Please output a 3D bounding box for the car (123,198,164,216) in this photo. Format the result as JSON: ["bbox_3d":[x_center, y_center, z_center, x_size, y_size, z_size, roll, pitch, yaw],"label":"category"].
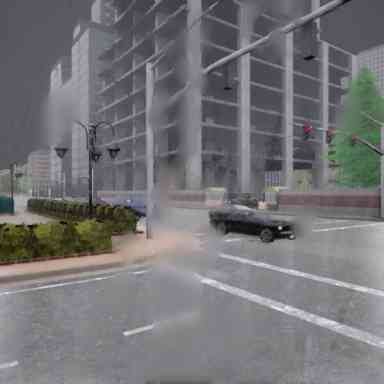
[{"bbox_3d":[-4.822,1.422,32.749,1.882,1.535,5.008,0,0,-36],"label":"car"}]

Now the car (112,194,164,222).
[{"bbox_3d":[-4.324,1.164,26.110,2.150,2.045,5.566,0,0,-36],"label":"car"}]

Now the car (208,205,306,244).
[{"bbox_3d":[3.004,1.564,16.027,1.895,1.301,4.718,0,1,-36],"label":"car"}]

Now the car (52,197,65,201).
[{"bbox_3d":[-18.141,1.470,45.175,1.812,1.442,4.674,0,0,-36],"label":"car"}]

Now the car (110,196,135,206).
[{"bbox_3d":[-11.276,1.434,53.886,2.128,1.511,4.902,0,0,-36],"label":"car"}]

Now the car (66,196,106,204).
[{"bbox_3d":[-11.662,1.492,36.212,2.033,1.411,5.357,0,0,-36],"label":"car"}]

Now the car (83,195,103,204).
[{"bbox_3d":[-19.430,1.436,65.114,2.128,1.511,4.902,0,0,-36],"label":"car"}]

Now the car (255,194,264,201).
[{"bbox_3d":[9.500,1.114,52.377,1.905,1.878,3.866,0,0,-36],"label":"car"}]

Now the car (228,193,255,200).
[{"bbox_3d":[7.110,1.114,50.663,1.905,1.878,3.866,0,0,-36],"label":"car"}]

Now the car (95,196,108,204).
[{"bbox_3d":[-12.608,1.492,43.478,2.033,1.411,5.357,0,0,-36],"label":"car"}]

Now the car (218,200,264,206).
[{"bbox_3d":[2.932,1.470,22.149,1.812,1.442,4.674,0,0,-37],"label":"car"}]
